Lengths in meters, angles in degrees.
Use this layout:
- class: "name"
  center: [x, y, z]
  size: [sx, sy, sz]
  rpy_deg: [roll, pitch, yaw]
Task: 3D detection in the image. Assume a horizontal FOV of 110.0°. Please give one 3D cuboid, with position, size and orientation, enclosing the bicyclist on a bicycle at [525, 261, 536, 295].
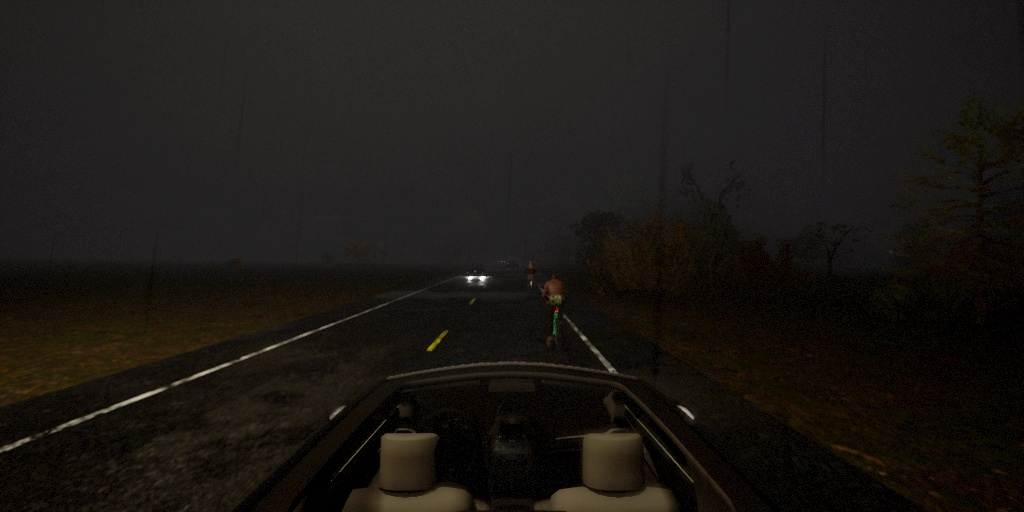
- class: "bicyclist on a bicycle"
  center: [0.964, 1.122, 18.629]
  size: [0.659, 1.776, 1.843]
  rpy_deg: [0, 0, 0]

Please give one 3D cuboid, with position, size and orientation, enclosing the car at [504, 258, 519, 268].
- class: "car"
  center: [0.105, 1.321, 59.852]
  size: [1.994, 1.385, 4.181]
  rpy_deg: [0, 0, 0]

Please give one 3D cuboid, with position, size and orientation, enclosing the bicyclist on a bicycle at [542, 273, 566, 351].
- class: "bicyclist on a bicycle"
  center: [0.963, 1.203, 8.042]
  size: [0.582, 1.620, 1.656]
  rpy_deg: [0, 0, 0]

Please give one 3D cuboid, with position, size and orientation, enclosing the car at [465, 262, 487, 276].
- class: "car"
  center: [-3.595, 1.317, 36.852]
  size: [1.994, 1.385, 4.181]
  rpy_deg: [0, 0, 0]
